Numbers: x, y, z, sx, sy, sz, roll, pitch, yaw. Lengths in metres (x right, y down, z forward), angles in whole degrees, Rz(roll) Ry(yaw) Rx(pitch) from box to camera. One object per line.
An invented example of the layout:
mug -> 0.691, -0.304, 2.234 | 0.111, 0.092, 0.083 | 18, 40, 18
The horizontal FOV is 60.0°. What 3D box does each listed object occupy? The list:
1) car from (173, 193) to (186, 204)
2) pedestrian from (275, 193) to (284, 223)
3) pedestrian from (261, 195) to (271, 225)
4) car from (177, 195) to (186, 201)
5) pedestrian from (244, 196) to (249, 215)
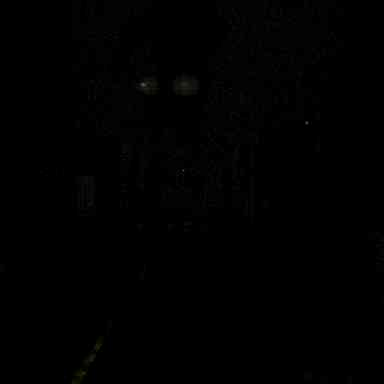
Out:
car -> -2.474, 1.195, 64.518 | 2.150, 2.045, 5.566 | 0, 0, 0
pedestrian -> 5.512, 0.957, 20.975 | 0.375, 1.860, 0.375 | 1, -1, 0
pedestrian -> 4.512, 1.085, 20.372 | 0.375, 1.860, 0.375 | 1, -1, 0
car -> -2.465, 1.429, 80.039 | 1.882, 1.535, 5.008 | 0, 0, 0
pedestrian -> 3.512, 1.142, 21.571 | 0.375, 1.860, 0.375 | 1, -1, 0
